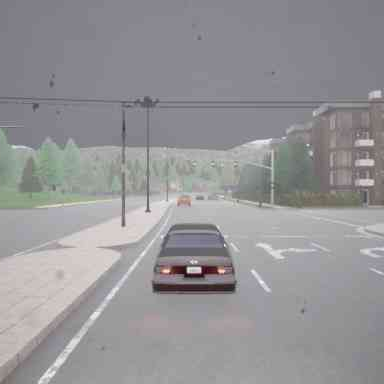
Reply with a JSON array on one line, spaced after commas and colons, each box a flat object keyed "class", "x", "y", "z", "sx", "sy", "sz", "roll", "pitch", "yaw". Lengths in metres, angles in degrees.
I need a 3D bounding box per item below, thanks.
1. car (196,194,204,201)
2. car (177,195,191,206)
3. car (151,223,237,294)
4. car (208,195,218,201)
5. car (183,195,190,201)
[{"class": "car", "x": 2.066, "y": 1.473, "z": 85.513, "sx": 1.882, "sy": 1.535, "sz": 5.008, "roll": 0, "pitch": 0, "yaw": 0}, {"class": "car", "x": -1.302, "y": 1.349, "z": 54.653, "sx": 2.097, "sy": 1.767, "sz": 4.553, "roll": 0, "pitch": 0, "yaw": -1}, {"class": "car", "x": 0.051, "y": 1.547, "z": 8.906, "sx": 2.033, "sy": 1.411, "sz": 5.357, "roll": 0, "pitch": 0, "yaw": 0}, {"class": "car", "x": 5.566, "y": 1.535, "z": 85.517, "sx": 2.033, "sy": 1.411, "sz": 5.357, "roll": 0, "pitch": 0, "yaw": 0}, {"class": "car", "x": -1.434, "y": 1.519, "z": 85.478, "sx": 1.812, "sy": 1.442, "sz": 4.674, "roll": 0, "pitch": 0, "yaw": 0}]
